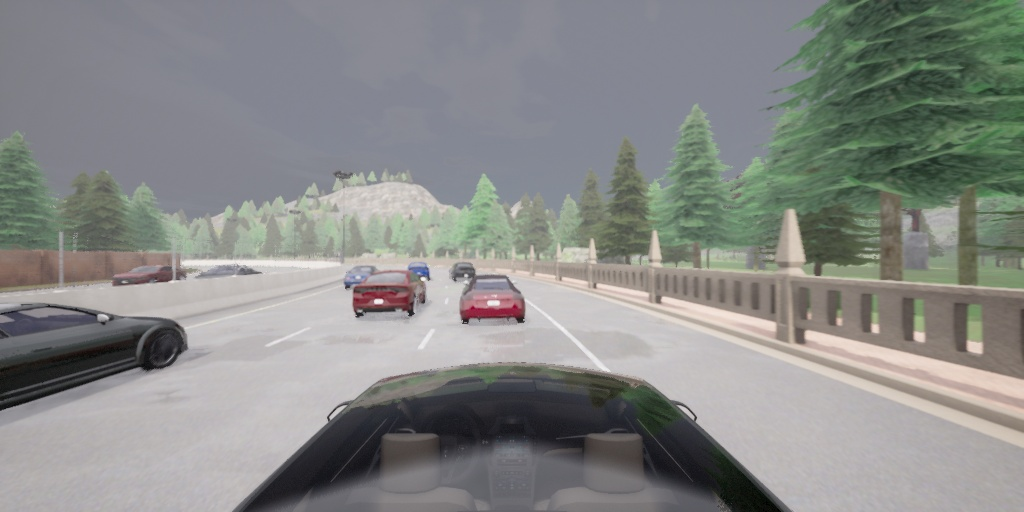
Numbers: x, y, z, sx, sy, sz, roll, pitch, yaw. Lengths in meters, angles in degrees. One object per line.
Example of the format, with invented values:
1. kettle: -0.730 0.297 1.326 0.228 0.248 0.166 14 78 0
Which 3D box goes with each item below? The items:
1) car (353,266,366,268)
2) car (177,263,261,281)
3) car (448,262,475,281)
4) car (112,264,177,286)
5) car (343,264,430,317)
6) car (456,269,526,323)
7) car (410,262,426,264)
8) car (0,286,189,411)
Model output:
1. car: -9.759 1.336 23.835 2.033 1.411 5.357 0 0 -13
2. car: -16.518 1.321 20.960 2.128 1.511 4.902 0 0 -13
3. car: -4.155 1.258 29.786 1.837 1.490 4.892 0 0 -15
4. car: -24.620 1.348 24.591 1.882 1.535 5.008 0 0 -16
5. car: -4.368 1.244 13.415 1.882 1.535 5.008 0 0 -7
6. car: -0.723 1.311 12.204 1.994 1.385 4.181 0 0 -6
7. car: -8.298 1.253 31.519 1.882 1.535 5.008 0 0 -17
8. car: -7.170 1.352 5.144 1.994 1.385 4.181 0 0 -3
